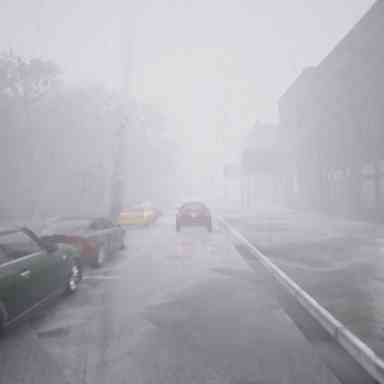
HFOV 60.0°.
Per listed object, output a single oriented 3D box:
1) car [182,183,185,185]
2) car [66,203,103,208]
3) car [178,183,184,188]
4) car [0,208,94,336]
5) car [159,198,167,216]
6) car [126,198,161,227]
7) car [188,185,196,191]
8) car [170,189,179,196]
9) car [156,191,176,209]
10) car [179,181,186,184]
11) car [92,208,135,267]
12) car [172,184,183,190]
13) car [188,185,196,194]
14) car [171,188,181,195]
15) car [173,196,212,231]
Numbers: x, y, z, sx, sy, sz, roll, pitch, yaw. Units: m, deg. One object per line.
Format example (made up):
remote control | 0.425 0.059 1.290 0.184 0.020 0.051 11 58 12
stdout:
car | -3.649 -0.685 81.200 2.231 1.521 4.892 0 3 2
car | -10.686 1.721 32.232 1.994 1.385 4.181 -2 -1 45
car | -3.650 -0.472 75.606 2.185 1.767 4.553 0 3 2
car | -3.652 1.366 5.935 2.185 1.767 4.553 0 0 2
car | -3.649 1.511 28.923 2.002 1.452 4.674 0 0 2
car | -3.643 1.483 22.787 1.946 1.575 5.366 0 1 2
car | 0.005 -1.058 85.534 2.033 1.411 5.357 0 4 0
car | -3.627 0.870 53.199 1.946 1.575 5.366 1 2 2
car | -3.625 1.131 42.180 2.185 1.767 4.553 2 2 2
car | -3.640 -1.382 92.512 1.946 1.575 5.366 0 3 2
car | -3.661 1.550 11.539 2.163 1.488 4.792 -1 0 2
car | -3.650 -0.135 70.045 2.185 1.767 4.553 0 3 2
car | 0.004 -0.324 75.070 1.882 1.535 5.008 0 4 0
car | -3.631 0.623 58.933 2.231 1.521 4.892 1 3 2
car | 0.101 1.361 20.957 2.097 1.767 4.553 0 0 0
